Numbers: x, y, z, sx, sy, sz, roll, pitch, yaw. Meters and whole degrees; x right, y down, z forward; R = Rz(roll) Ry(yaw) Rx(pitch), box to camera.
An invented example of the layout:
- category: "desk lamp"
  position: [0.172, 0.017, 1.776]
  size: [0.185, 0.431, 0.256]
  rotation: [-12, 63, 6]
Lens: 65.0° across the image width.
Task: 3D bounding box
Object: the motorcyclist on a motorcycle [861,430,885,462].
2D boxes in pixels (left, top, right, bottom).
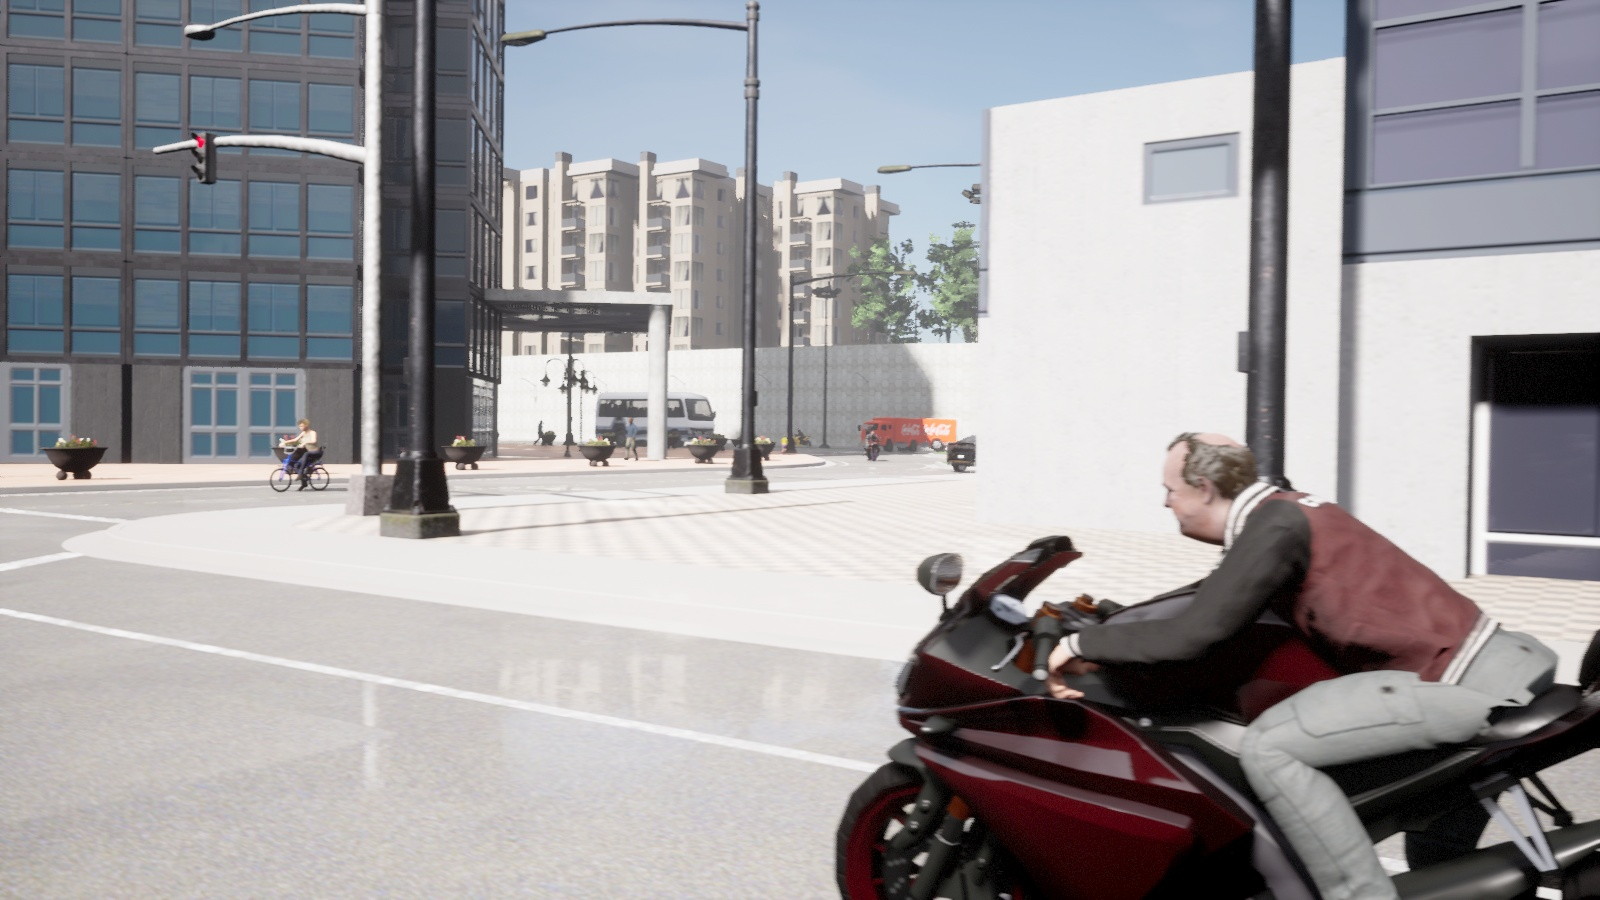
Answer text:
- category: "motorcyclist on a motorcycle"
  position: [3.564, -0.216, 61.525]
  size: [0.866, 1.530, 2.191]
  rotation: [0, 1, -6]

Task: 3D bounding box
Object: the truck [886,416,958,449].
- category: "truck"
  position: [9.251, -1.322, 95.216]
  size: [5.204, 2.467, 2.627]
  rotation: [0, 1, 10]

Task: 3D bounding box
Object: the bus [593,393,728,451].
- category: "bus"
  position: [-10.780, -2.138, 96.527]
  size: [10.273, 4.253, 3.944]
  rotation: [0, 1, 36]

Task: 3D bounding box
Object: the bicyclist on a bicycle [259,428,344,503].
- category: "bicyclist on a bicycle"
  position: [-10.992, 0.314, 27.720]
  size: [0.866, 1.612, 1.509]
  rotation: [0, 1, 34]

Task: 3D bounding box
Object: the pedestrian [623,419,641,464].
- category: "pedestrian"
  position: [-6.850, -0.355, 51.177]
  size: [0.370, 1.835, 0.726]
  rotation: [0, 1, 28]

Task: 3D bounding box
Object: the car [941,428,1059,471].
- category: "car"
  position: [7.599, -0.058, 47.413]
  size: [1.882, 1.535, 5.008]
  rotation: [1, 1, 44]

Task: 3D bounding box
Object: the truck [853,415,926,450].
- category: "truck"
  position: [6.453, -1.206, 89.775]
  size: [2.627, 2.467, 5.204]
  rotation: [0, 0, 40]

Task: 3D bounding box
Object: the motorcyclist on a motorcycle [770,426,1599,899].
- category: "motorcyclist on a motorcycle"
  position: [1.085, 0.717, 2.905]
  size: [2.191, 1.530, 0.866]
  rotation: [0, 1, 34]
